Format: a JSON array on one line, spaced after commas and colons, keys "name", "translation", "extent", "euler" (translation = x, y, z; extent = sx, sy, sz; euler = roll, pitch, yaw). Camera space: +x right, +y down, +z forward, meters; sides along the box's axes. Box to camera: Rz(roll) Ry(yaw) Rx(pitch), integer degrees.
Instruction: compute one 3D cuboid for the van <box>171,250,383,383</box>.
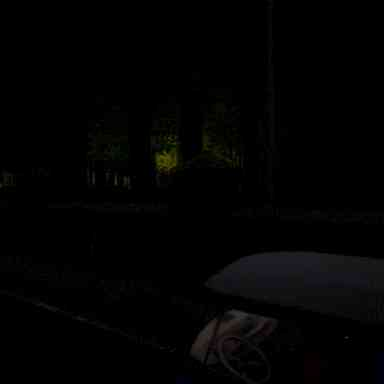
[{"name": "van", "translation": [1.669, 1.341, 1.660], "extent": [3.998, 1.788, 1.690], "euler": [0, 0, 36]}]
